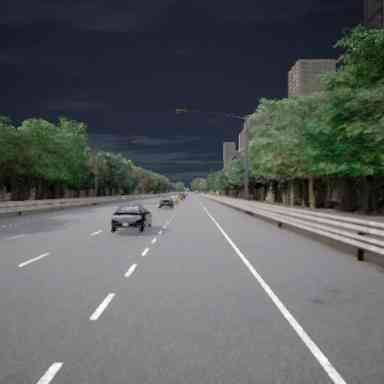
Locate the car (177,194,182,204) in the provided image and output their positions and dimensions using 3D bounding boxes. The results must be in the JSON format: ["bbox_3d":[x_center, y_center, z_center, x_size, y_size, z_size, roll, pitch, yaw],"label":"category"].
[{"bbox_3d":[-3.519,1.505,65.088,1.882,1.535,5.008,0,0,0],"label":"car"}]

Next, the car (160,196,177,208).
[{"bbox_3d":[-3.513,1.520,47.081,1.837,1.490,4.892,0,0,0],"label":"car"}]

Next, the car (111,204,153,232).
[{"bbox_3d":[-3.506,1.494,19.947,2.128,1.511,4.902,0,0,0],"label":"car"}]
